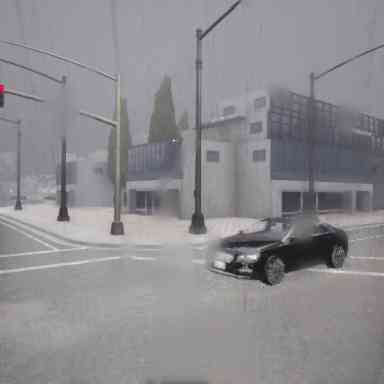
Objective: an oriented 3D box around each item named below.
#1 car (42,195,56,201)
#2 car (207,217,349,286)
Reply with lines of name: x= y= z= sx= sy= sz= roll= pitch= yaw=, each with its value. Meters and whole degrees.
car: x=-35.072 y=1.480 z=82.944 sx=4.181 sy=1.385 sz=1.994 roll=0 pitch=0 yaw=-3
car: x=2.615 y=1.513 z=9.547 sx=4.902 sy=1.511 sz=2.128 roll=0 pitch=0 yaw=-38
